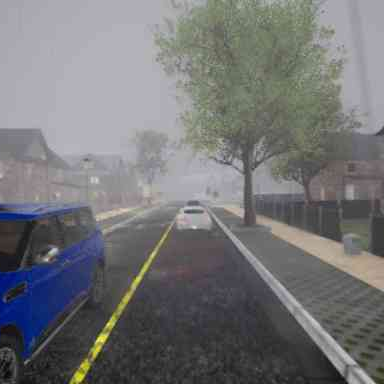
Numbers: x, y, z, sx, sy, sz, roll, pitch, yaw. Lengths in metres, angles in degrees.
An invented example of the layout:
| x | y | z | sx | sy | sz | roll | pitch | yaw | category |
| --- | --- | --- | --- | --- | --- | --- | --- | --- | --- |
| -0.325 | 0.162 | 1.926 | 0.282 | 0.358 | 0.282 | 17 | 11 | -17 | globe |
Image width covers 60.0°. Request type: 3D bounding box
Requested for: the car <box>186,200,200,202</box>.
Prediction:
| x | y | z | sx | sy | sz | roll | pitch | yaw | category |
| --- | --- | --- | --- | --- | --- | --- | --- | --- | --- |
| 0.106 | 1.484 | 32.936 | 1.812 | 1.442 | 4.674 | 0 | 0 | 0 | car |

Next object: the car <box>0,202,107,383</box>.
| x | y | z | sx | sy | sz | roll | pitch | yaw | category |
| --- | --- | --- | --- | --- | --- | --- | --- | --- | --- |
| -2.850 | 1.215 | 4.851 | 2.150 | 2.045 | 5.566 | 0 | 0 | 0 | car |

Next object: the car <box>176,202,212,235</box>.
| x | y | z | sx | sy | sz | roll | pitch | yaw | category |
| --- | --- | --- | --- | --- | --- | --- | --- | --- | --- |
| 0.103 | 1.504 | 18.460 | 1.812 | 1.442 | 4.674 | 0 | -1 | 0 | car |
